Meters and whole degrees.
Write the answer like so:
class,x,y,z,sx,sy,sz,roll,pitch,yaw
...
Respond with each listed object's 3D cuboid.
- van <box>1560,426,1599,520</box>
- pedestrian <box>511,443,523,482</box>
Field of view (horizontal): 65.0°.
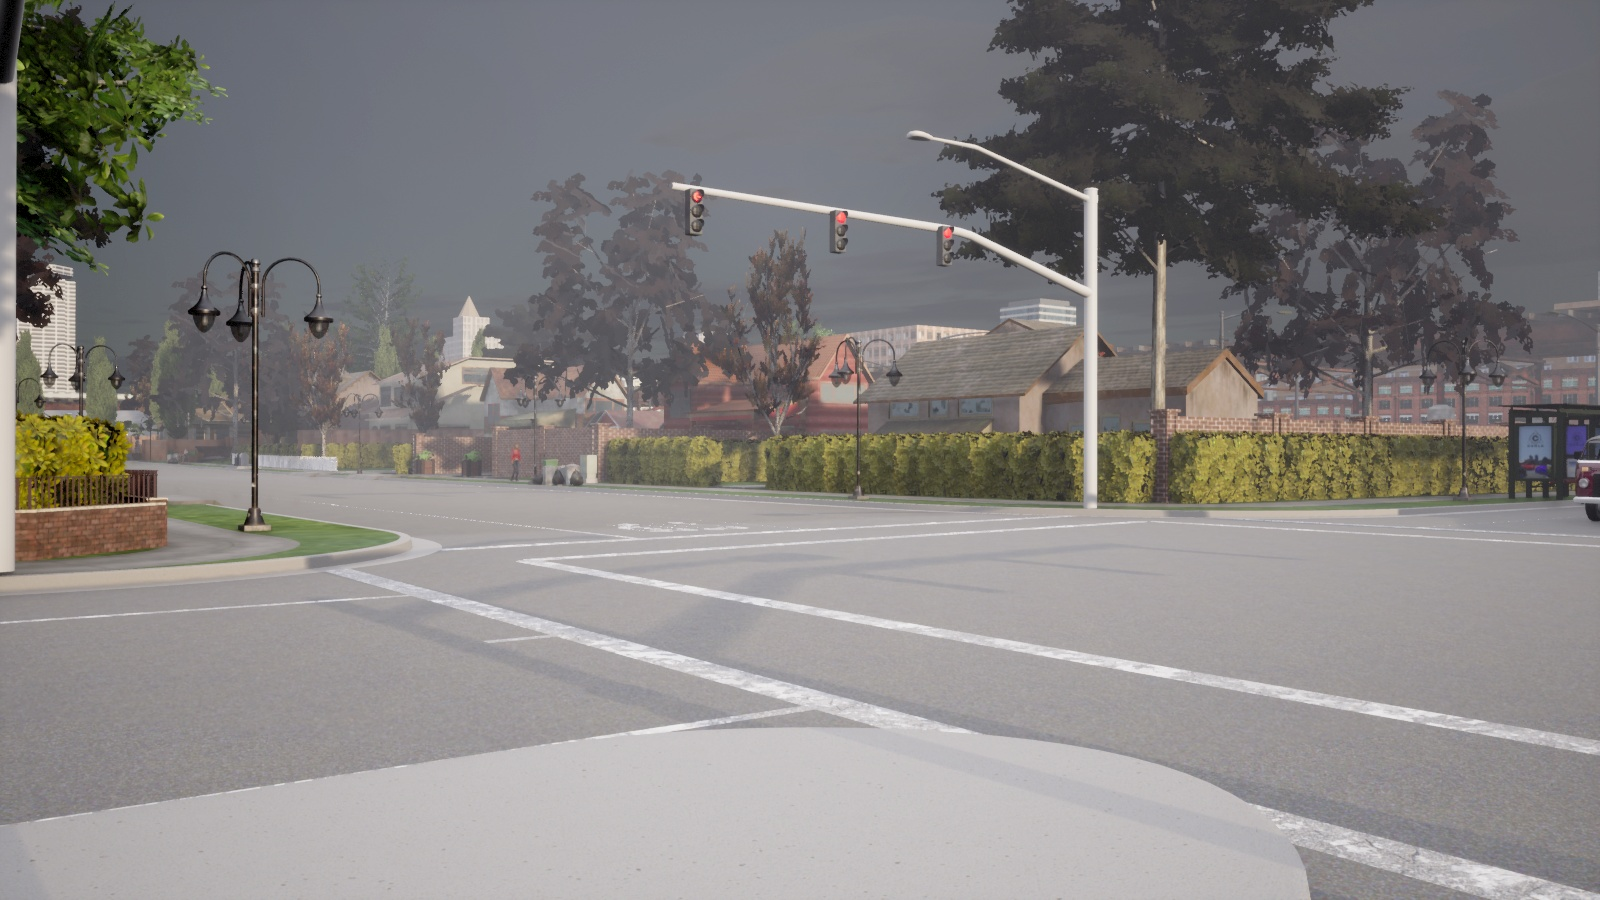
class,x,y,z,sx,sy,sz,roll,pitch,yaw
van,19.198,0.497,28.227,4.480,2.038,2.069,0,0,-37
pedestrian,-13.248,0.581,58.709,0.331,1.846,0.636,0,0,-36
